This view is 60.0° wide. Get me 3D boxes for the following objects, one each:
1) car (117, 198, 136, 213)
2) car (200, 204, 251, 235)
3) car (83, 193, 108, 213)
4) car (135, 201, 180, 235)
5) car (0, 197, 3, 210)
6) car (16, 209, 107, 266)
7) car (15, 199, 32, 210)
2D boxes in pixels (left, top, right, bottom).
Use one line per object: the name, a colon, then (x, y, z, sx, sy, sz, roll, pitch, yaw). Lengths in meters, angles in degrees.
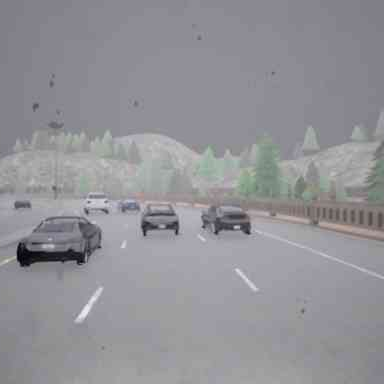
car: (-6.798, 1.381, 35.563, 1.812, 1.442, 4.674, 0, 0, -21)
car: (1.713, 1.402, 18.074, 1.837, 1.490, 4.892, 0, 0, -10)
car: (-9.859, 1.096, 33.991, 2.150, 2.045, 5.566, 0, 0, -20)
car: (-1.834, 1.401, 18.091, 2.128, 1.511, 4.902, 0, 0, -10)
car: (-25.078, 1.161, 41.597, 2.150, 2.045, 5.566, 0, 0, -29)
car: (-4.337, 1.512, 11.468, 1.994, 1.385, 4.181, 0, 0, -7)
car: (-20.933, 1.512, 41.280, 1.895, 1.301, 4.718, 0, 0, -27)
